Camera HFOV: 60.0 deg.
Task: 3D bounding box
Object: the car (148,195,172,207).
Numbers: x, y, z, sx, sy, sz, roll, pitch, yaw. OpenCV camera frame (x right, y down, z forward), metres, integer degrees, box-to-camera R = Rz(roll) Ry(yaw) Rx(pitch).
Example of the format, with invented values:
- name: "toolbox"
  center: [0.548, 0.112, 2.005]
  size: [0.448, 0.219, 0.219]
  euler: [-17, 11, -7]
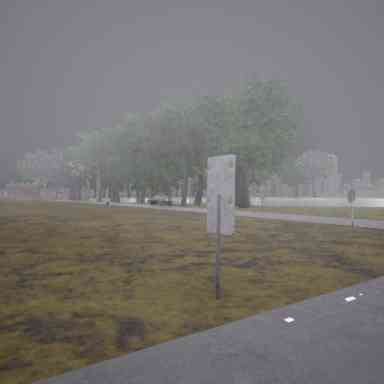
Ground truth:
- name: "car"
  center: [-4.879, 1.259, 50.299]
  size: [2.097, 1.767, 4.553]
  euler: [1, -1, -35]
